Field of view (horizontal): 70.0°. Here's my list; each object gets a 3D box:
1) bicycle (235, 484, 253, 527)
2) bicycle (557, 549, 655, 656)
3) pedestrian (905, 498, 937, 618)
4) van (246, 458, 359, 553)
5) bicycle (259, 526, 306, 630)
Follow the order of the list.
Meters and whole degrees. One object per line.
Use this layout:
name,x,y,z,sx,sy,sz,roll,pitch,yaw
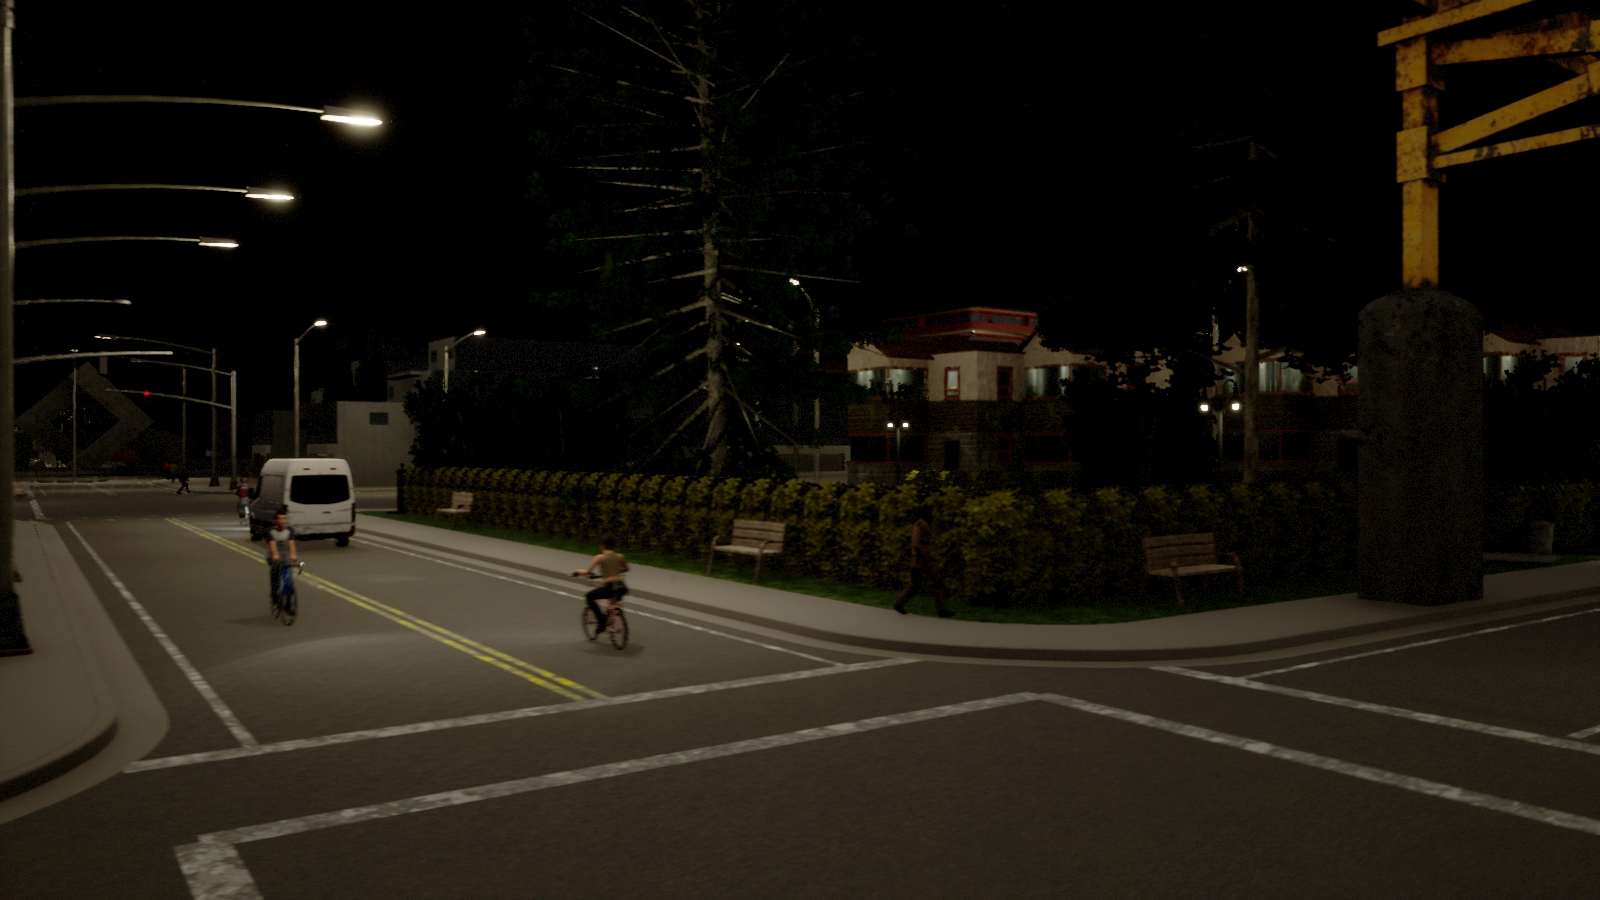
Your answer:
bicycle,-20.575,2.047,42.261,0.329,1.496,1.835,0,0,-34
bicycle,-2.789,2.144,16.323,0.859,1.301,1.487,0,0,-34
pedestrian,1.926,1.697,18.136,0.375,1.860,0.375,0,0,31
van,-14.947,1.533,34.097,1.988,2.561,5.915,0,0,-35
bicycle,-8.421,2.043,18.581,0.373,1.521,1.643,0,0,-36
